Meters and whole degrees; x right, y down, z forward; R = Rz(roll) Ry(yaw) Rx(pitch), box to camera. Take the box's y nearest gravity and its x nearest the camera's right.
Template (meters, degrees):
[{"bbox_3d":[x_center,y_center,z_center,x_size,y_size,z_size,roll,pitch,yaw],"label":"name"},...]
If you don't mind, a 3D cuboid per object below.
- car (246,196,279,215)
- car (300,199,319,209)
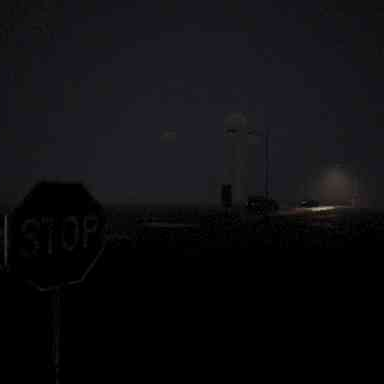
[{"bbox_3d":[8.239,1.474,38.664,2.150,2.045,5.566,0,0,36],"label":"car"},{"bbox_3d":[18.998,1.851,53.728,2.128,1.511,4.902,0,0,36],"label":"car"}]
